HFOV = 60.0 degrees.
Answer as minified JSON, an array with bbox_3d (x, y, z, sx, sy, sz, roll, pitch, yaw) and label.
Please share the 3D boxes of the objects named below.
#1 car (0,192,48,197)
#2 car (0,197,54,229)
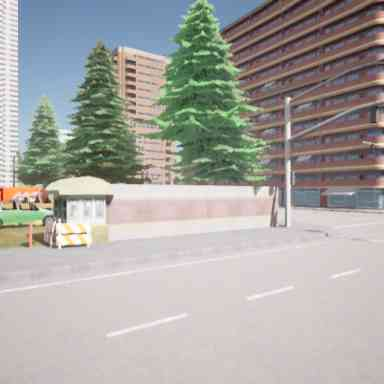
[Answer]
[{"bbox_3d":[-12.026,1.125,23.733,4.605,1.855,1.932,0,0,-35],"label":"car"},{"bbox_3d":[-9.994,1.293,19.687,3.988,1.617,1.851,0,0,-35],"label":"car"}]
